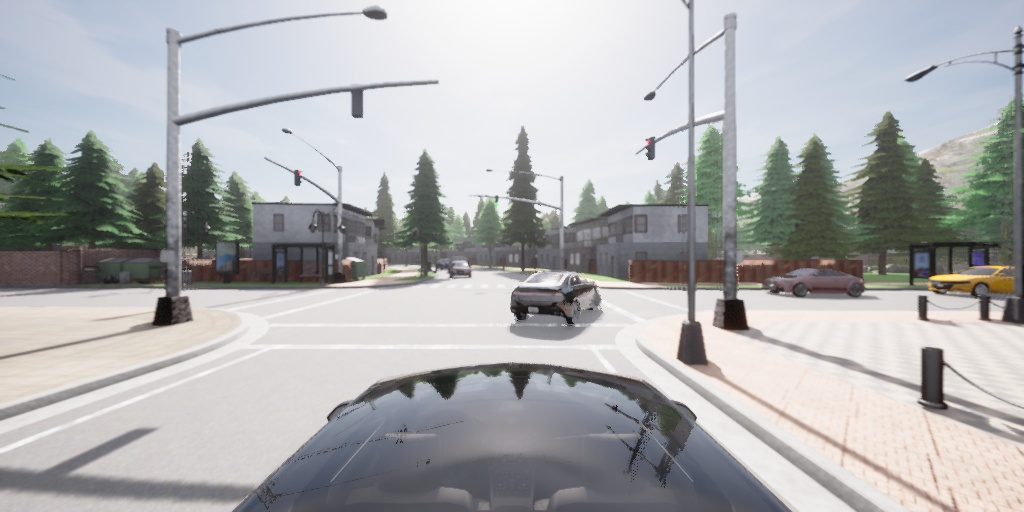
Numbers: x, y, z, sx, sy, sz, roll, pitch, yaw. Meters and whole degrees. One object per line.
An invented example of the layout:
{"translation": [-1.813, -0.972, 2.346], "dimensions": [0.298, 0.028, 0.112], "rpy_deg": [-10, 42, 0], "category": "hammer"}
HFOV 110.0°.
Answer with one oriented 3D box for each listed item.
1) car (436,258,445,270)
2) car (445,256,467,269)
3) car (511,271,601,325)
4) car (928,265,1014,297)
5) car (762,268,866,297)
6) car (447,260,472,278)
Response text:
{"translation": [-9.811, 1.135, 52.983], "dimensions": [2.097, 1.767, 4.553], "rpy_deg": [0, 0, -23], "category": "car"}
{"translation": [-6.453, 0.992, 43.408], "dimensions": [2.150, 2.045, 5.566], "rpy_deg": [0, 0, -15], "category": "car"}
{"translation": [1.610, 1.249, 12.018], "dimensions": [2.128, 1.511, 4.902], "rpy_deg": [-1, 0, 25], "category": "car"}
{"translation": [24.221, 1.235, 18.117], "dimensions": [5.008, 1.535, 1.882], "rpy_deg": [0, 0, 2], "category": "car"}
{"translation": [15.341, 1.322, 18.388], "dimensions": [4.181, 1.385, 1.994], "rpy_deg": [0, 0, 2], "category": "car"}
{"translation": [-4.867, 1.322, 34.241], "dimensions": [1.994, 1.385, 4.181], "rpy_deg": [0, 0, -7], "category": "car"}
